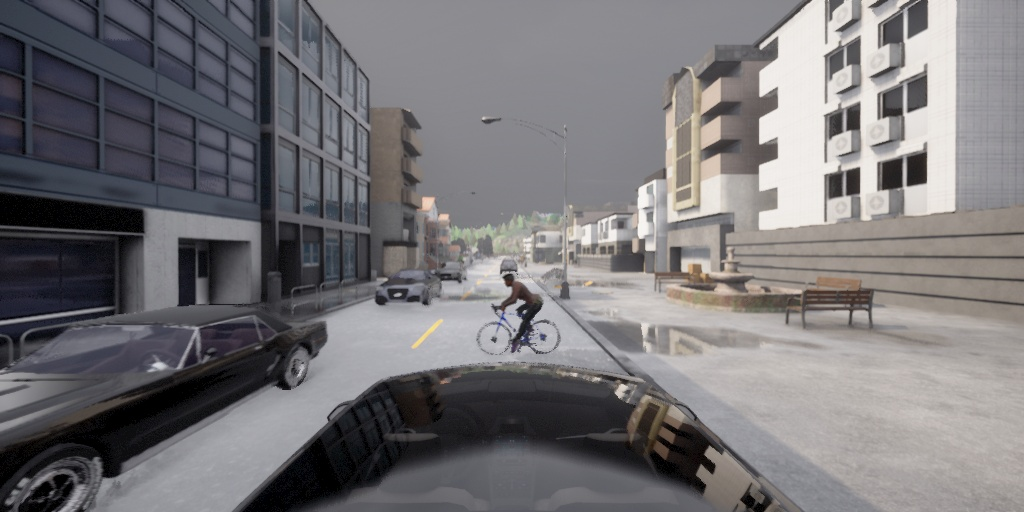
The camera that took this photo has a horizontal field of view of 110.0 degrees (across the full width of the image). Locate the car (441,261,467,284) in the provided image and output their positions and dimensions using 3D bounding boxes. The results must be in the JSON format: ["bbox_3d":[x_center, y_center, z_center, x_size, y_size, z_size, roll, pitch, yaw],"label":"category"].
[{"bbox_3d":[-4.364,1.132,26.037,1.837,1.490,4.892,0,0,0],"label":"car"}]

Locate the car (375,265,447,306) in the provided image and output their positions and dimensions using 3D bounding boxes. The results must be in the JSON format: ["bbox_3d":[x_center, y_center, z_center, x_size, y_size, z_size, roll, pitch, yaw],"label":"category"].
[{"bbox_3d":[-4.248,1.246,15.265,1.994,1.385,4.181,0,0,-1],"label":"car"}]

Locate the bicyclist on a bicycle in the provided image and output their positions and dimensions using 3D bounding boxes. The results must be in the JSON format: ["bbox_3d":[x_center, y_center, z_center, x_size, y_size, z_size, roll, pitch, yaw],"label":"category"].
[{"bbox_3d":[0.119,1.160,7.066,1.656,1.620,0.582,-2,0,-1],"label":"bicyclist on a bicycle"}]

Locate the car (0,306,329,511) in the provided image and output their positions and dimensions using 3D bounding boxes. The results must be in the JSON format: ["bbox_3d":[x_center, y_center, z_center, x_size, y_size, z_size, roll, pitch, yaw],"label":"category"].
[{"bbox_3d":[-4.113,1.342,4.032,1.895,1.301,4.718,0,0,-1],"label":"car"}]

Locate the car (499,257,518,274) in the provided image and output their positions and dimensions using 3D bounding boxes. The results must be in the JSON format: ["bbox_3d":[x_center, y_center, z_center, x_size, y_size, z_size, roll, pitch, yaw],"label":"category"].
[{"bbox_3d":[-0.324,1.113,37.251,2.033,1.411,5.357,0,0,-1],"label":"car"}]
